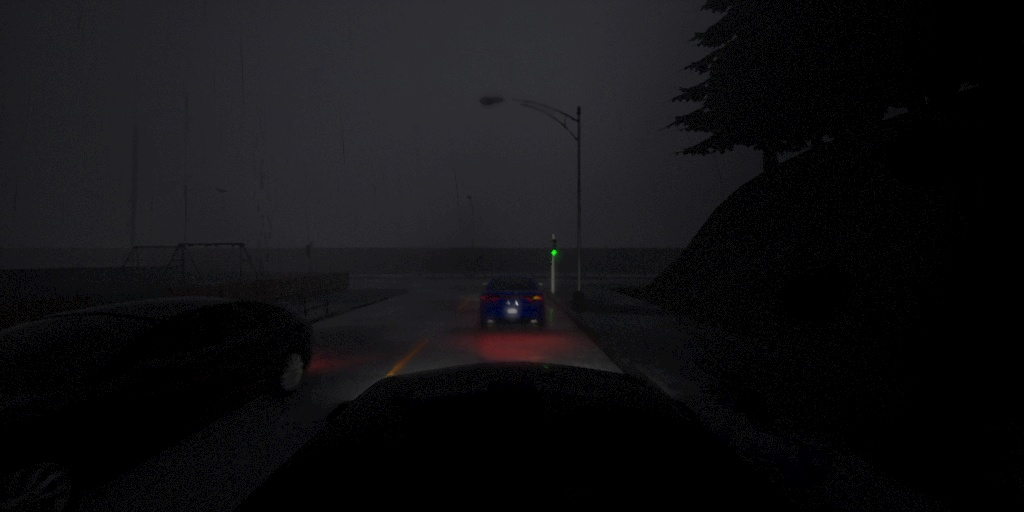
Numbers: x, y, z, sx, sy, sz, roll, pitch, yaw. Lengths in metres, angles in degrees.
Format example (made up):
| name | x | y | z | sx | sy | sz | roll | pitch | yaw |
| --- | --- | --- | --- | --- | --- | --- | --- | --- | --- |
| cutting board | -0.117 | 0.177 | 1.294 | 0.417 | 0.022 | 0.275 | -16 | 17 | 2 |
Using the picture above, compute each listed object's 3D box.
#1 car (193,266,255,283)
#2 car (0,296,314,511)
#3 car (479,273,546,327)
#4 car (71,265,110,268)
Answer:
| name | x | y | z | sx | sy | sz | roll | pitch | yaw |
| --- | --- | --- | --- | --- | --- | --- | --- | --- | --- |
| car | -23.835 | 1.556 | 29.766 | 4.181 | 1.385 | 1.994 | 0 | 0 | 0 |
| car | -4.091 | 1.273 | 3.816 | 1.837 | 1.490 | 4.892 | 0 | 0 | 0 |
| car | 0.028 | 1.316 | 11.949 | 1.882 | 1.535 | 5.008 | 0 | 0 | 0 |
| car | -34.456 | 1.471 | 29.745 | 5.008 | 1.535 | 1.882 | 0 | 0 | 0 |
